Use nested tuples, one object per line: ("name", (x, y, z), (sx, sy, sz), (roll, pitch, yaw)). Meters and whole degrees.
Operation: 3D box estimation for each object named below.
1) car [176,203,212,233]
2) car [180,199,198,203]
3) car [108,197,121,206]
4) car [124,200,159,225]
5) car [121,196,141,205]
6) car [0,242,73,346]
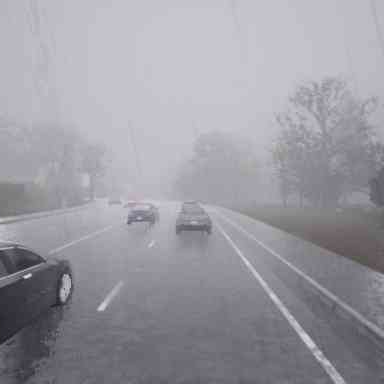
("car", (0.087, 1.567, 19.496), (1.994, 1.385, 4.181), (0, 0, 0))
("car", (-0.305, 1.499, 37.246), (2.128, 1.511, 4.902), (0, 0, -3))
("car", (-12.899, 1.566, 56.054), (1.994, 1.385, 4.181), (0, 0, -9))
("car", (-3.430, 1.530, 23.849), (1.812, 1.442, 4.674), (0, 0, 0))
("car", (-8.079, 1.358, 45.617), (2.097, 1.767, 4.553), (0, 0, -5))
("car", (-3.399, 1.506, 5.074), (1.837, 1.490, 4.892), (0, 0, 0))
